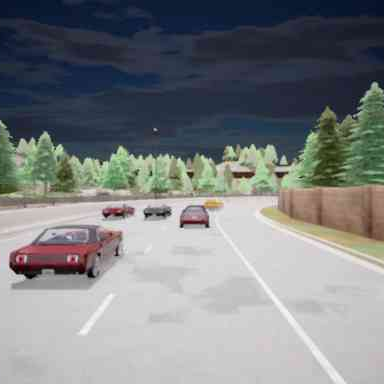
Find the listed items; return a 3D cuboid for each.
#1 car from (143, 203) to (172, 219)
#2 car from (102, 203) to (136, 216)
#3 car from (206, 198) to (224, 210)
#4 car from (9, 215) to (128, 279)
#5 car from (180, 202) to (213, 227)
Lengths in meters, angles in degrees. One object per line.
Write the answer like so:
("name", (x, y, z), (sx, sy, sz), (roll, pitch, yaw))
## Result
("car", (-2.979, 1.651, 30.096), (1.895, 1.301, 4.718), (0, 0, 5))
("car", (-6.487, 1.648, 30.095), (1.895, 1.301, 4.718), (0, 0, 5))
("car", (3.006, 1.556, 44.532), (1.882, 1.535, 5.008), (-1, 0, 17))
("car", (-3.399, 1.616, 10.096), (1.895, 1.301, 4.718), (0, 0, 0))
("car", (0.224, 1.604, 23.197), (1.994, 1.385, 4.181), (0, 0, 2))
